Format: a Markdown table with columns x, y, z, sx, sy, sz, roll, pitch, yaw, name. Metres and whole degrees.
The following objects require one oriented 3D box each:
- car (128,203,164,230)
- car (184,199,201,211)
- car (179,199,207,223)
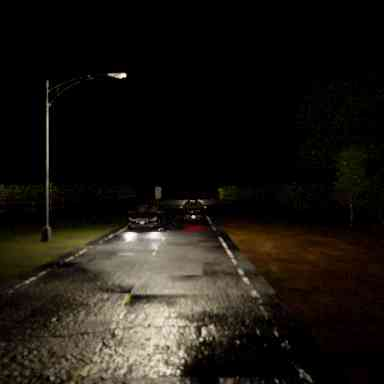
| x | y | z | sx | sy | sz | roll | pitch | yaw | name |
| --- | --- | --- | --- | --- | --- | --- | --- | --- | --- |
| -2.847 | 1.510 | 21.326 | 1.837 | 1.490 | 4.892 | 0 | 0 | 0 | car |
| 0.102 | 1.579 | 40.951 | 1.994 | 1.385 | 4.181 | 0 | 0 | 0 | car |
| 0.104 | 1.512 | 25.864 | 1.837 | 1.490 | 4.892 | 0 | 0 | 0 | car |
